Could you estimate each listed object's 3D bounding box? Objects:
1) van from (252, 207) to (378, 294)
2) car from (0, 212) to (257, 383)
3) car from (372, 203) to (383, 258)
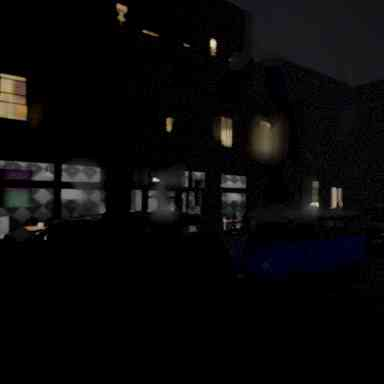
[{"bbox_3d":[2.837,1.355,8.560,3.998,1.788,1.690,0,1,-35],"label":"van"},{"bbox_3d":[-1.565,1.319,5.420,5.009,1.841,2.192,0,1,-35],"label":"car"},{"bbox_3d":[7.239,1.339,11.700,5.009,1.841,2.192,0,1,-35],"label":"car"}]
